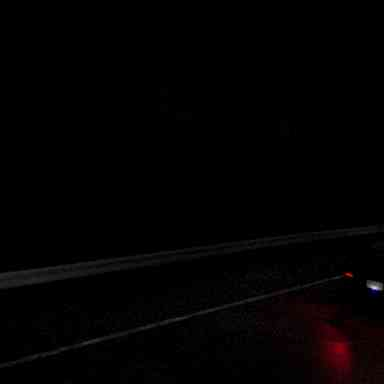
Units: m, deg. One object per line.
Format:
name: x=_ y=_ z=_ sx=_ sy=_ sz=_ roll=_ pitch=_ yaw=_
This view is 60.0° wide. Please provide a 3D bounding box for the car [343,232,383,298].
car: x=5.153 y=1.466 z=7.174 sx=4.674 sy=1.442 sz=1.812 roll=0 pitch=0 yaw=-34
